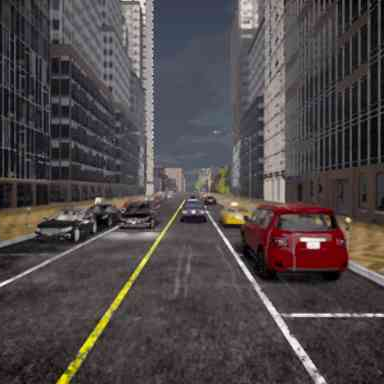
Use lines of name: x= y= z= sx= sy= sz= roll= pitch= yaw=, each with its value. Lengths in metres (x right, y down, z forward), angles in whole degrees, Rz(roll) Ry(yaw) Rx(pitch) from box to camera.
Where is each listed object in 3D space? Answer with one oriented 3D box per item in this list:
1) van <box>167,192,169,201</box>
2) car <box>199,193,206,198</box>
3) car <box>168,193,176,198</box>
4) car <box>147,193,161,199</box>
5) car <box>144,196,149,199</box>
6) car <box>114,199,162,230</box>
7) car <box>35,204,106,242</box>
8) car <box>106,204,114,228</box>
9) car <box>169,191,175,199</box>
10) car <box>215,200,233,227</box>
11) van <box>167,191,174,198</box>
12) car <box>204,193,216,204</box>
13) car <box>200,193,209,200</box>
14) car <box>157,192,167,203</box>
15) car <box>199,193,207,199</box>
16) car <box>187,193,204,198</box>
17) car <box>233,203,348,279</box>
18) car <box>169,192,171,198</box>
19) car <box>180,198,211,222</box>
van: x=-5.683 y=0.921 z=61.017 sx=1.690 sy=1.788 sz=3.998 roll=0 pitch=0 yaw=0
car: x=2.699 y=0.891 z=89.633 sx=1.752 sy=1.417 sz=4.829 roll=0 pitch=0 yaw=0
car: x=-5.681 y=0.889 z=95.171 sx=1.947 sy=1.339 sz=4.313 roll=0 pitch=0 yaw=0
car: x=-5.685 y=1.253 z=43.942 sx=2.008 sy=1.369 sz=4.403 roll=0 pitch=0 yaw=0
car: x=-5.685 y=1.364 z=32.557 sx=1.802 sy=1.307 sz=4.206 roll=0 pitch=0 yaw=0
car: x=-3.099 y=1.373 z=20.055 sx=1.837 sy=1.490 sz=4.892 roll=0 pitch=0 yaw=0
car: x=-5.686 y=1.450 z=15.482 sx=2.008 sy=1.369 sz=4.403 roll=0 pitch=0 yaw=0
car: x=-5.686 y=1.426 z=21.174 sx=1.947 sy=1.339 sz=4.313 roll=0 pitch=0 yaw=0
car: x=-5.681 y=0.850 z=83.785 sx=1.967 sy=1.590 sz=4.097 roll=0 pitch=0 yaw=0
car: x=2.695 y=1.385 z=21.330 sx=1.752 sy=1.417 sz=4.829 roll=0 pitch=0 yaw=0
van: x=-5.680 y=0.708 z=89.478 sx=1.690 sy=1.788 sz=3.998 roll=0 pitch=0 yaw=0
car: x=2.696 y=1.228 z=49.621 sx=1.947 sy=1.339 sz=4.313 roll=0 pitch=0 yaw=0
car: x=2.699 y=0.936 z=72.387 sx=1.967 sy=1.590 sz=4.097 roll=0 pitch=0 yaw=0
car: x=-5.684 y=1.165 z=55.326 sx=1.887 sy=1.381 sz=4.507 roll=0 pitch=0 yaw=0
car: x=2.699 y=0.992 z=83.772 sx=1.802 sy=1.307 sz=4.206 roll=0 pitch=0 yaw=0
car: x=0.103 y=1.150 z=41.464 sx=2.033 sy=1.649 sz=4.856 roll=0 pitch=1 yaw=0
car: x=2.695 y=1.251 z=9.776 sx=2.192 sy=1.841 sz=5.009 roll=0 pitch=0 yaw=0
car: x=-5.683 y=1.120 z=66.711 sx=1.802 sy=1.307 sz=4.206 roll=0 pitch=0 yaw=0
car: x=0.102 y=1.384 z=24.710 sx=2.033 sy=1.411 sz=5.357 roll=0 pitch=0 yaw=0
